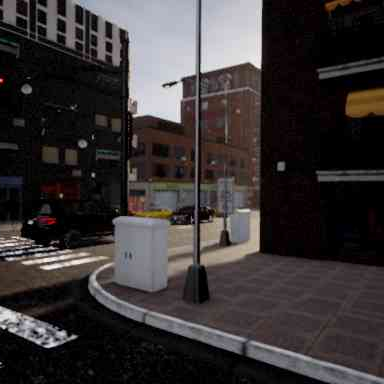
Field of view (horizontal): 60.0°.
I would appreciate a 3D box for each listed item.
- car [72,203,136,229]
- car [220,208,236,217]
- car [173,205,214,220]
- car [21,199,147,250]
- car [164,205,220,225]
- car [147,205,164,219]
[{"bbox_3d":[-6.113,1.629,23.616,1.967,1.590,4.097,-1,-1,35],"label":"car"},{"bbox_3d":[3.256,2.022,37.073,1.752,1.417,4.829,-1,-1,35],"label":"car"},{"bbox_3d":[0.197,1.962,32.679,1.947,1.339,4.313,-1,-1,35],"label":"car"},{"bbox_3d":[-4.928,1.354,15.463,2.150,2.045,5.566,0,-1,33],"label":"car"},{"bbox_3d":[0.102,1.853,27.984,1.837,1.490,4.892,1,-1,35],"label":"car"},{"bbox_3d":[-3.055,1.815,28.007,1.752,1.417,4.829,-1,-1,35],"label":"car"}]
